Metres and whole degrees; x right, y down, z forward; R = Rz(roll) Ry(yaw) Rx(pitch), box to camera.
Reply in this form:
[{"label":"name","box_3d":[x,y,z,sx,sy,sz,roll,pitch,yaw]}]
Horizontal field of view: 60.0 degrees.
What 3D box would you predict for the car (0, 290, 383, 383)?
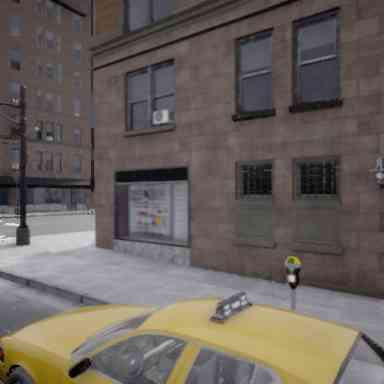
[{"label":"car","box_3d":[0.093,1.517,2.789,4.829,1.417,1.752,0,0,35]}]
